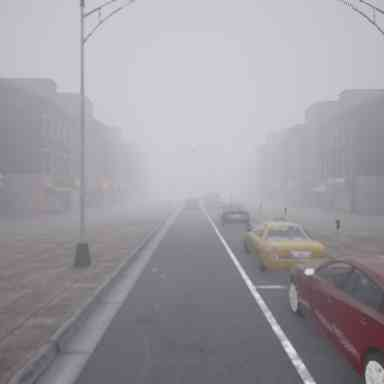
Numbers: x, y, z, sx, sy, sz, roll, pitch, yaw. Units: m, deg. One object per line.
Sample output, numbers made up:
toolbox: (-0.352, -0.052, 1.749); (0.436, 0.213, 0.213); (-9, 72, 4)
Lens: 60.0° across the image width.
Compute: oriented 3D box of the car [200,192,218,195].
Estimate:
car: (2.616, 1.058, 44.244); (2.192, 1.841, 5.009); (0, 0, 0)

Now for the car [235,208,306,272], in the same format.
car: (2.633, 1.451, 10.337); (1.752, 1.417, 4.829); (0, 0, 0)

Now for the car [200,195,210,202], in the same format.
car: (2.605, 1.227, 66.963); (1.802, 1.307, 4.206); (0, 0, 0)

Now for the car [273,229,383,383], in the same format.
car: (2.636, 1.511, 4.488); (1.887, 1.381, 4.507); (0, 0, 0)

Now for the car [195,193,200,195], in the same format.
car: (0.005, 1.294, 47.389); (1.994, 1.385, 4.181); (0, 0, 0)

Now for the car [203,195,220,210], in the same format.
car: (2.619, 1.334, 38.564); (1.947, 1.339, 4.313); (0, 0, 0)

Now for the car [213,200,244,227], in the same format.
car: (2.627, 1.422, 21.527); (1.947, 1.339, 4.313); (0, 0, 0)

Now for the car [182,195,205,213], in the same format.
car: (-0.016, 1.336, 34.295); (2.033, 1.411, 5.357); (0, 0, 0)
